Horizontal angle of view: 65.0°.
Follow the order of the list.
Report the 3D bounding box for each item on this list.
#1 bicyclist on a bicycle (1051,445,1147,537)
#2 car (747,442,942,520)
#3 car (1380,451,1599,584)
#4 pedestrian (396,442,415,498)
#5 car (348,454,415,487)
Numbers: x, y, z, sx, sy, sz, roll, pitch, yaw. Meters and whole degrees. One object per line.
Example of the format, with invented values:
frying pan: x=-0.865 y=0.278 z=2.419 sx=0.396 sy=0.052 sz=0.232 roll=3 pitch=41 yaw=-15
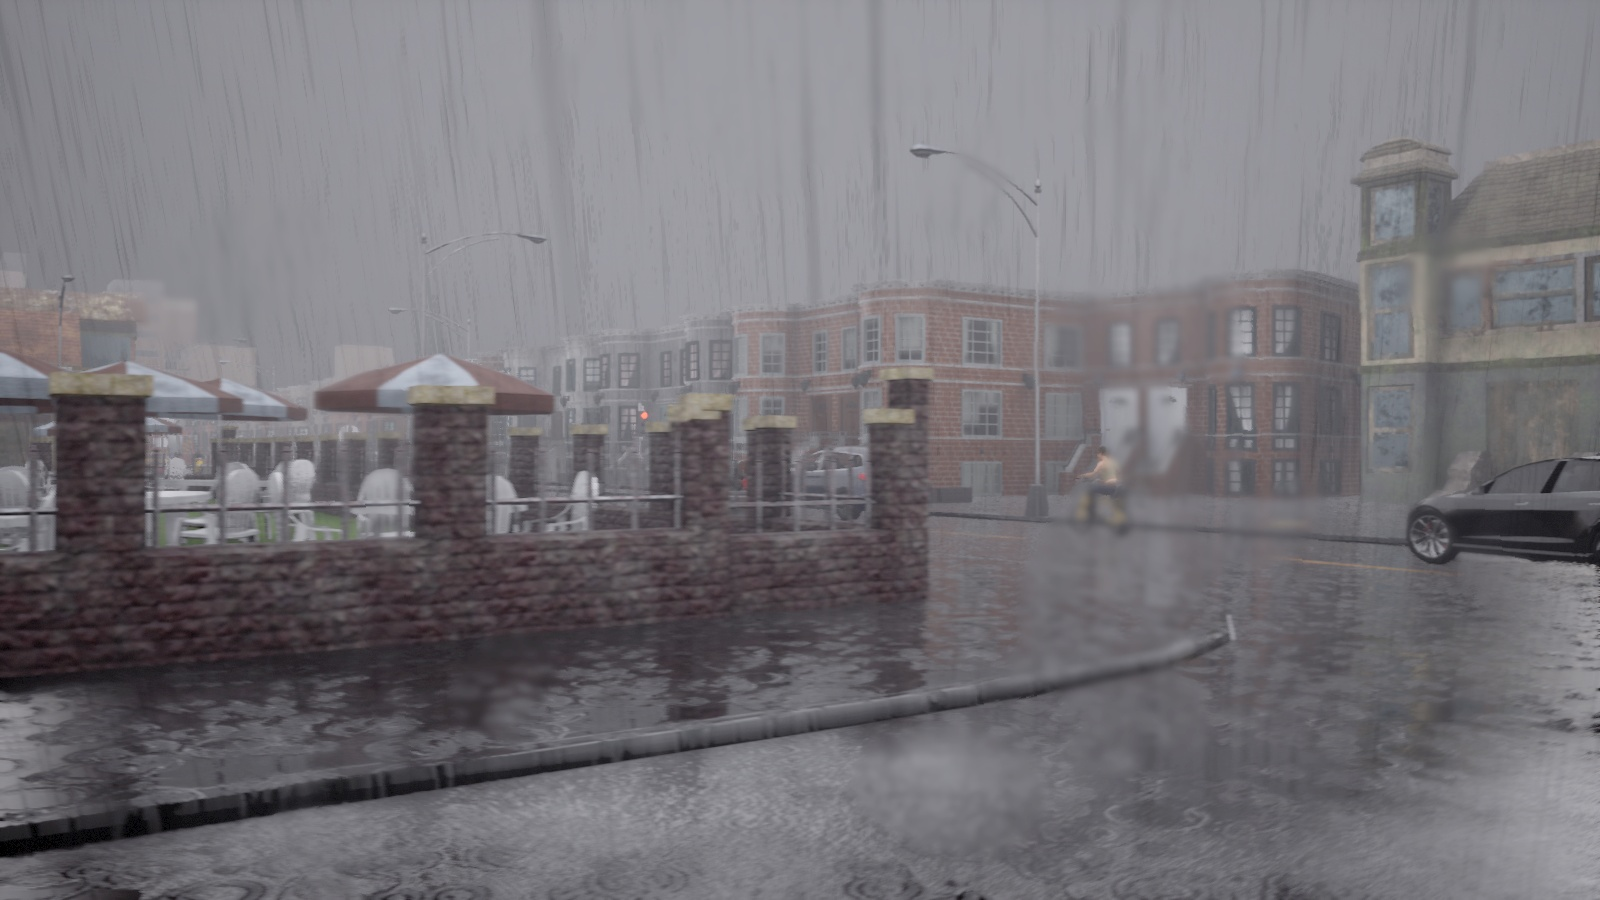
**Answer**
bicyclist on a bicycle: x=5.426 y=0.726 z=22.887 sx=0.866 sy=1.612 sz=1.509 roll=0 pitch=0 yaw=-34
car: x=0.949 y=0.660 z=29.372 sx=2.242 sy=1.667 sz=4.611 roll=0 pitch=0 yaw=-35
car: x=9.767 y=0.764 z=15.638 sx=2.163 sy=1.488 sz=4.792 roll=0 pitch=0 yaw=-12
pedestrian: x=-13.134 y=0.673 z=41.818 sx=0.614 sy=1.847 sz=0.353 roll=0 pitch=0 yaw=-19
car: x=-19.815 y=0.938 z=59.329 sx=1.837 sy=1.490 sz=4.892 roll=0 pitch=0 yaw=-33
